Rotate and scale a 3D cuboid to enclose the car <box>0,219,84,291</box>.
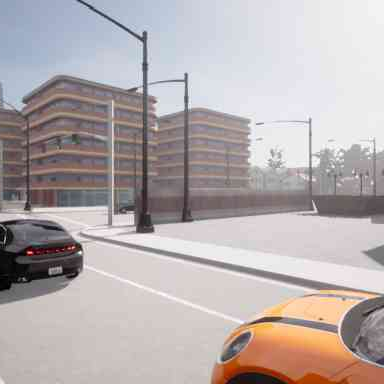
[{"bbox_3d":[-4.699,1.505,9.166,1.837,1.490,4.892,0,0,-43],"label":"car"}]

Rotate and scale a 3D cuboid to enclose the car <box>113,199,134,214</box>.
[{"bbox_3d":[-6.322,1.491,34.976,4.902,1.511,2.128,0,0,-44],"label":"car"}]

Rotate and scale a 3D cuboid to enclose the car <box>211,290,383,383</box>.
[{"bbox_3d":[2.319,1.352,2.301,4.553,1.767,2.097,0,0,40],"label":"car"}]
